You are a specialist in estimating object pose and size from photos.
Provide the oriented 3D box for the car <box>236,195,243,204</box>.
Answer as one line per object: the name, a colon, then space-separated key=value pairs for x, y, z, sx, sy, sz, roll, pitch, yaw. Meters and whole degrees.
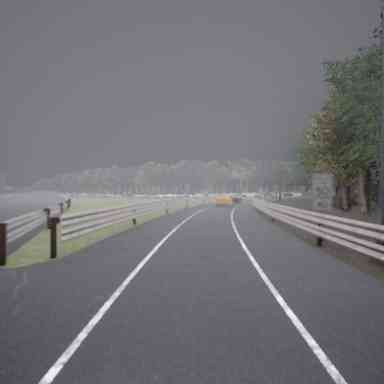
car: x=7.312 y=1.183 z=56.616 sx=1.882 sy=1.535 sz=5.008 roll=0 pitch=1 yaw=20

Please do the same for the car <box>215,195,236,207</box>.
car: x=4.542 y=1.249 z=46.563 sx=1.882 sy=1.535 sz=5.008 roll=0 pitch=0 yaw=14
